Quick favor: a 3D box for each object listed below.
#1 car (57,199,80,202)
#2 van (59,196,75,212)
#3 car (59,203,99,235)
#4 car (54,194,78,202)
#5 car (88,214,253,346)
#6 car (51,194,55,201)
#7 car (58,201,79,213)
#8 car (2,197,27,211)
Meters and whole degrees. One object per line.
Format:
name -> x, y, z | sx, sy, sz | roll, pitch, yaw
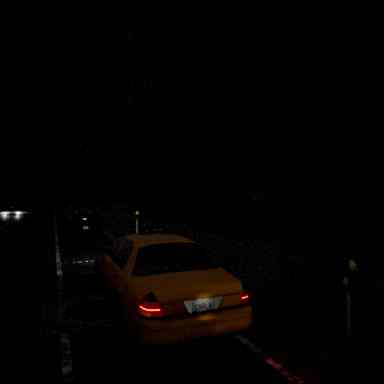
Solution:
car -> -10.433, 1.567, 28.837 | 1.947, 1.339, 4.313 | 0, 0, -23
van -> -14.706, 1.343, 39.024 | 1.690, 1.788, 3.998 | 0, 0, -23
car -> -6.160, 1.552, 18.650 | 2.008, 1.369, 4.403 | 0, 0, -23
car -> -12.570, 1.317, 33.931 | 2.192, 1.841, 5.009 | 0, 0, -23
car -> -0.844, 1.457, 6.730 | 1.801, 1.575, 5.366 | 0, 0, -23
car -> -31.948, 1.470, 79.387 | 1.967, 1.590, 4.097 | 0, 0, -24
car -> -8.296, 1.552, 23.743 | 2.008, 1.369, 4.403 | 0, 0, -23
car -> -21.576, 1.613, 40.255 | 1.994, 1.385, 4.181 | 0, 0, -23
